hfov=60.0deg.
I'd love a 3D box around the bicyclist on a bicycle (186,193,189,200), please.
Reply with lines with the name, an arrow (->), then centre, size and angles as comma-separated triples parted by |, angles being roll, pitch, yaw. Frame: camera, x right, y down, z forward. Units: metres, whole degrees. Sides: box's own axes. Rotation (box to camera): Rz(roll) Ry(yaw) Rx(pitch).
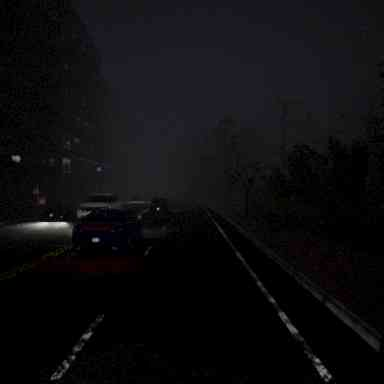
bicyclist on a bicycle -> -1.074, 1.023, 79.349 | 0.582, 1.620, 1.656 | 0, 0, -4

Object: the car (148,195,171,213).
car -> -3.206, 1.326, 33.805 | 1.837, 1.490, 4.892 | 0, 0, 0

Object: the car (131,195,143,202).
car -> -10.886, 1.208, 66.245 | 1.994, 1.385, 4.181 | 0, 0, -3

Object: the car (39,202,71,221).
car -> -9.864, 1.428, 25.302 | 1.994, 1.385, 4.181 | 0, 0, 0

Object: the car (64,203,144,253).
car -> -3.155, 1.405, 13.373 | 1.882, 1.535, 5.008 | 0, 0, 0

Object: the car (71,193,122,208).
car -> -6.608, 1.092, 24.345 | 2.150, 2.045, 5.566 | 0, 0, 0

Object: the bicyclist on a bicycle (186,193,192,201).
bicyclist on a bicycle -> -0.452, 1.075, 70.295 | 0.582, 1.620, 1.656 | 0, 0, -4
